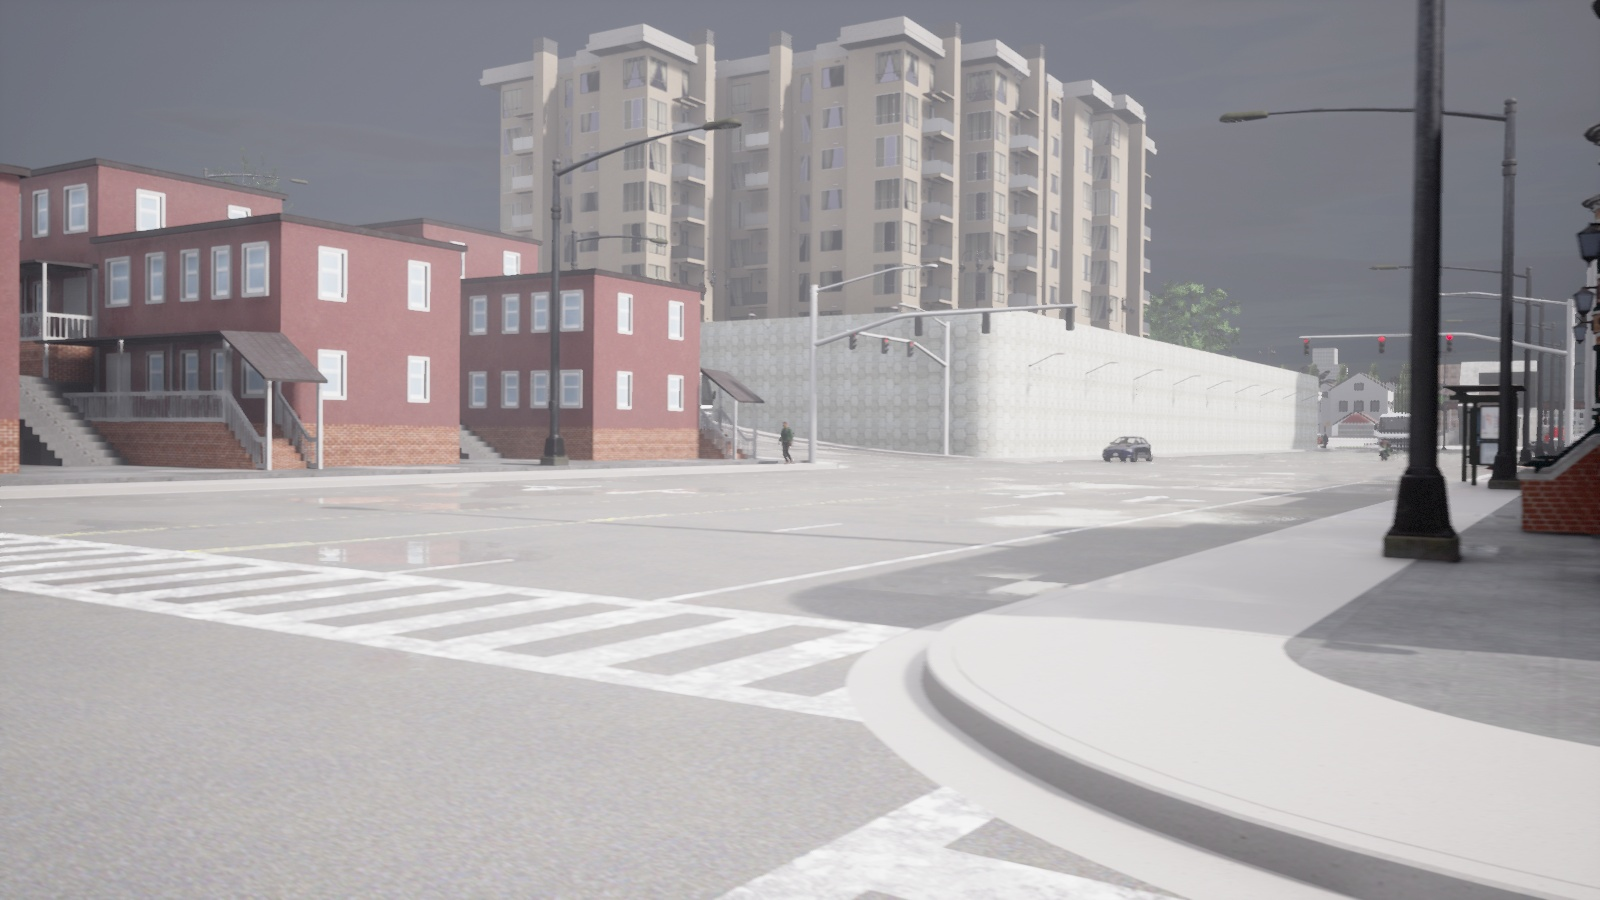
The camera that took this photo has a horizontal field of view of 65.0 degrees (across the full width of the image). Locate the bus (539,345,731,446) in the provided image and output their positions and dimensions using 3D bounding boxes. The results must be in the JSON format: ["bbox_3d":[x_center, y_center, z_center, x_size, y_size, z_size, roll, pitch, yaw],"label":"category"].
[{"bbox_3d":[-9.483,-3.146,71.491,10.273,4.253,3.944,11,7,32],"label":"bus"}]

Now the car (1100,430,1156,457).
[{"bbox_3d":[18.415,-0.382,70.461,1.816,1.474,4.193,0,1,33],"label":"car"}]

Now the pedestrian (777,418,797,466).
[{"bbox_3d":[-0.537,-0.319,51.274,0.423,1.949,0.788,0,1,34],"label":"pedestrian"}]
